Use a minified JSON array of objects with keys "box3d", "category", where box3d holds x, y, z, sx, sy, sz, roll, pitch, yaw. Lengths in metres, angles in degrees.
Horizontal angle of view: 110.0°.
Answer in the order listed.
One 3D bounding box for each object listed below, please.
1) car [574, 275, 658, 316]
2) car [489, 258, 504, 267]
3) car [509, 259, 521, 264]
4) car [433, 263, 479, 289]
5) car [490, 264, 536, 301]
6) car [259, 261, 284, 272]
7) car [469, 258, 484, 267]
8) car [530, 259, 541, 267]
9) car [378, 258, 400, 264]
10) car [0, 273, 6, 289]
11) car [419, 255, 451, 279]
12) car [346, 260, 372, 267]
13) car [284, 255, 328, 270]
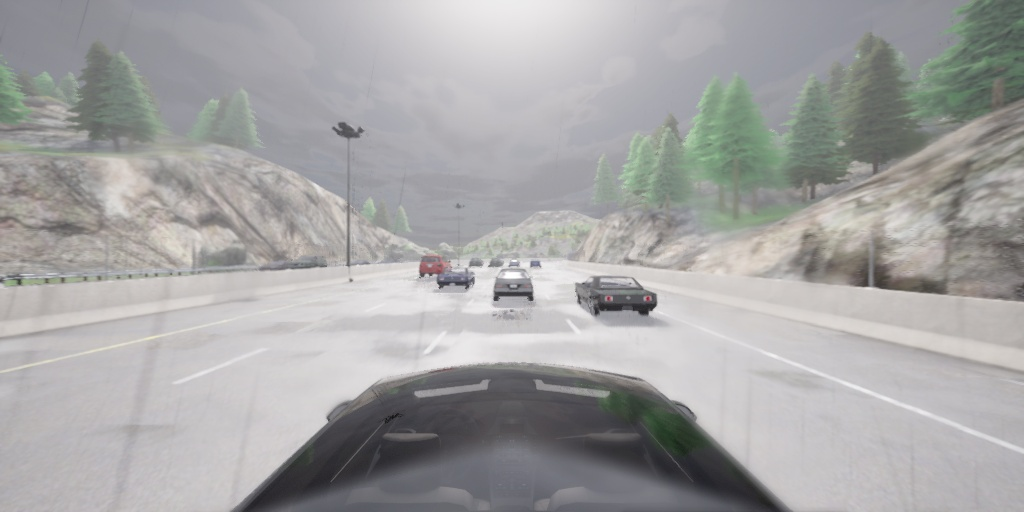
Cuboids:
[{"box3d":[3.576,1.353,13.319,1.895,1.301,4.718,0,0,0],"category":"car"},{"box3d":[-2.727,1.099,64.024,2.097,1.767,4.553,0,0,5],"category":"car"},{"box3d":[0.576,1.296,64.168,2.033,1.411,5.357,0,0,6],"category":"car"},{"box3d":[-3.430,1.348,22.867,1.895,1.301,4.718,0,0,0],"category":"car"},{"box3d":[0.064,1.298,17.405,2.033,1.411,5.357,0,0,0],"category":"car"},{"box3d":[-28.103,1.278,43.684,2.033,1.411,5.357,0,0,1],"category":"car"},{"box3d":[-6.306,1.098,64.364,2.097,1.767,4.553,0,0,5],"category":"car"},{"box3d":[4.259,1.229,64.156,1.882,1.535,5.008,0,0,6],"category":"car"},{"box3d":[-17.548,1.089,51.354,2.097,1.767,4.553,0,0,1],"category":"car"},{"box3d":[-17.613,0.959,9.328,2.150,2.045,5.566,0,0,0],"category":"car"},{"box3d":[-6.940,0.964,32.923,2.150,2.045,5.566,0,0,0],"category":"car"},{"box3d":[-21.082,1.282,49.735,2.033,1.411,5.357,0,0,1],"category":"car"},{"box3d":[-24.607,0.953,43.552,2.150,2.045,5.566,0,0,0],"category":"car"}]
